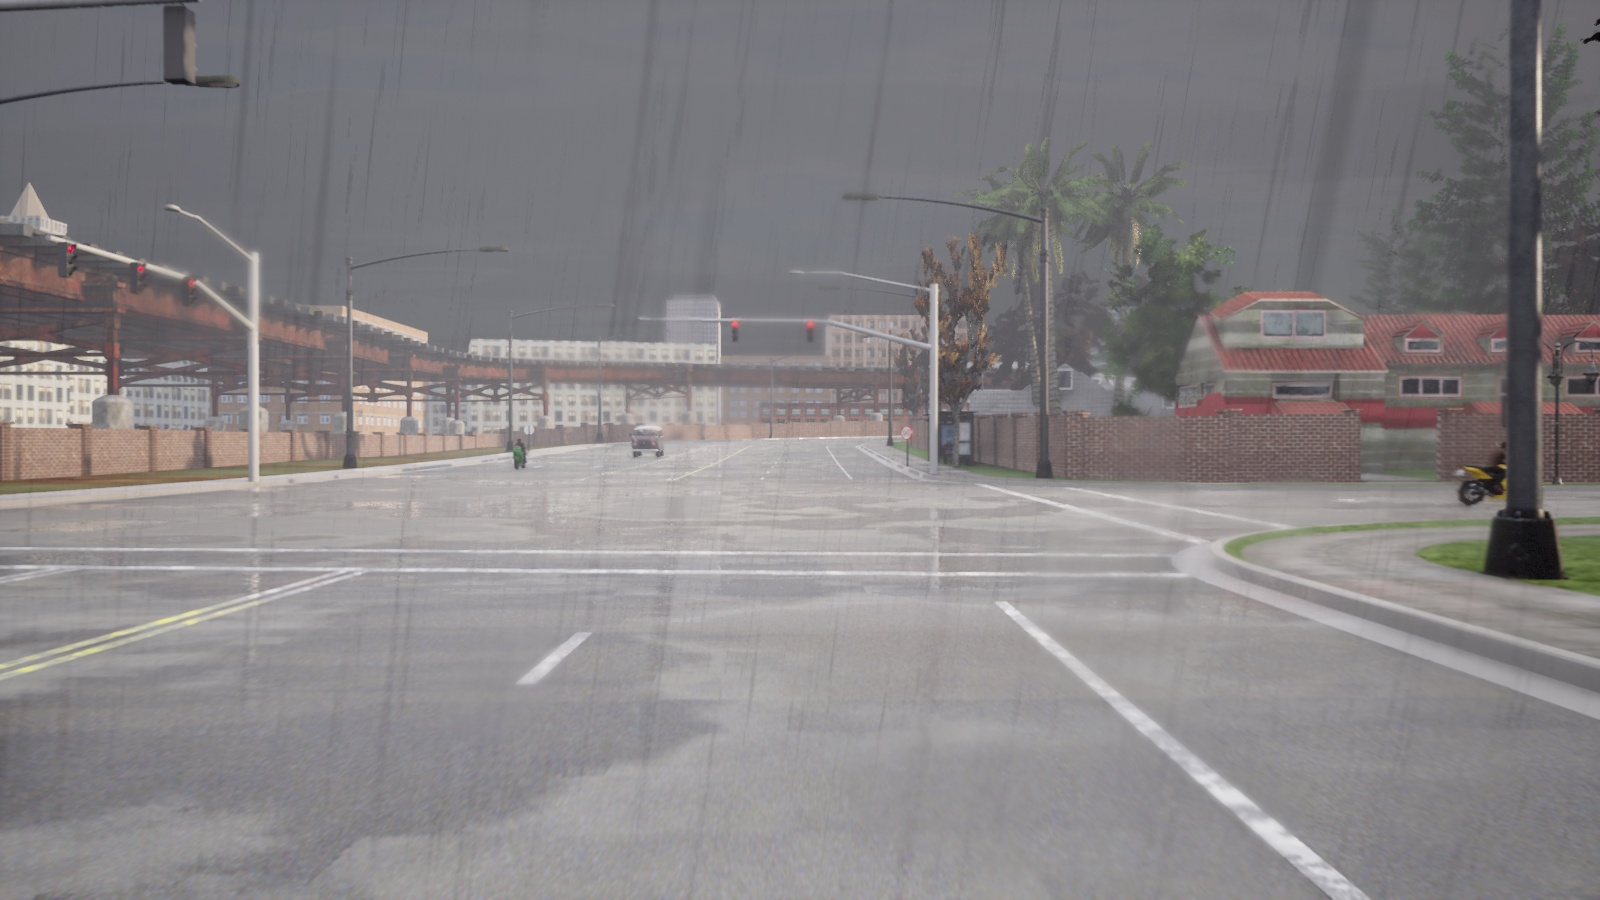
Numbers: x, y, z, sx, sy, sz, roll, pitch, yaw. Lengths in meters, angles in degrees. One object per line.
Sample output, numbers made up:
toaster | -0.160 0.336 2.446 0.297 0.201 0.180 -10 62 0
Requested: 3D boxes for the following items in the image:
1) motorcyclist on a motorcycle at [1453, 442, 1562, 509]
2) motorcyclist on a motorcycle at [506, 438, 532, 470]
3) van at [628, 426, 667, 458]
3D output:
motorcyclist on a motorcycle | 16.217 0.579 28.809 2.044 1.523 0.797 0 0 -1
motorcyclist on a motorcycle | -13.668 0.170 61.067 0.797 1.523 2.044 0 1 0
van | -10.063 -0.580 83.196 2.069 2.038 4.480 0 2 0
